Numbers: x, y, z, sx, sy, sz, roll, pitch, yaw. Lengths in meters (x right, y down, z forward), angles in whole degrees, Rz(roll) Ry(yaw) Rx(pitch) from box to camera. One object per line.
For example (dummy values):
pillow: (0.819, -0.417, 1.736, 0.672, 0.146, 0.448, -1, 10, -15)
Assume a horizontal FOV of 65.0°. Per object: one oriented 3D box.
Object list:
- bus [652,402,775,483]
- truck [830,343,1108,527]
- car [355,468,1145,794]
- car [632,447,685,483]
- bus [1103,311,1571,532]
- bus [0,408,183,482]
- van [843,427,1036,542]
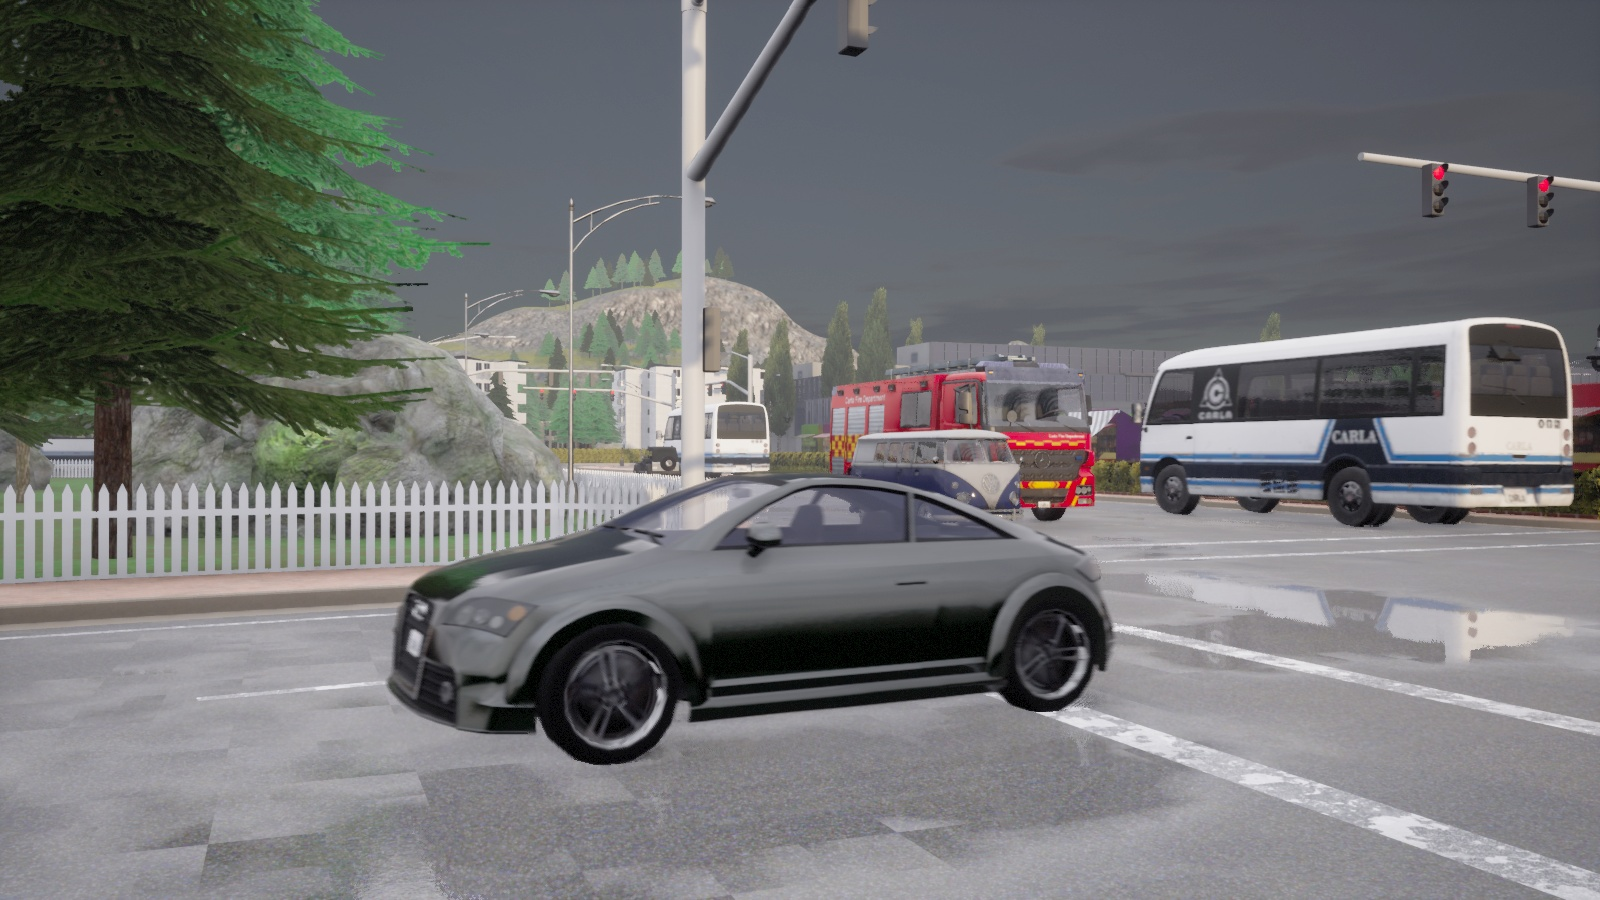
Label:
bus: (-5.085, -0.391, 71.120, 3.944, 4.253, 10.273, 0, 0, -22)
truck: (3.741, -0.298, 30.549, 2.891, 3.827, 8.468, 0, 0, -22)
car: (-0.279, 0.827, 7.376, 4.181, 1.385, 1.994, 0, 0, -27)
car: (-7.748, 0.780, 68.369, 1.905, 1.878, 3.866, 0, 0, -22)
bus: (11.924, -0.529, 29.625, 3.944, 4.253, 10.273, 0, 0, -23)
bus: (-42.870, -0.301, 75.260, 10.273, 4.253, 3.944, 0, 0, -21)
van: (2.553, 0.607, 24.141, 1.775, 1.987, 4.442, 0, 0, -22)
